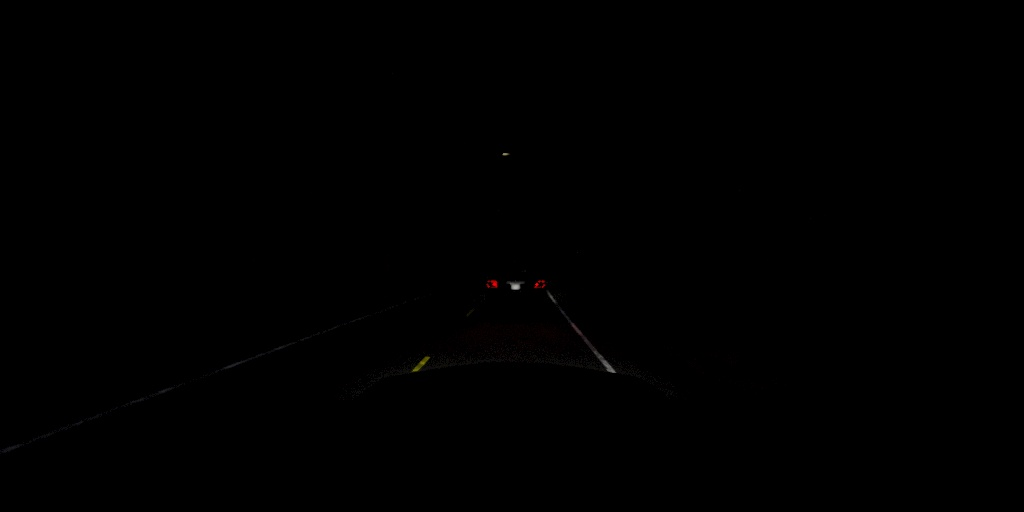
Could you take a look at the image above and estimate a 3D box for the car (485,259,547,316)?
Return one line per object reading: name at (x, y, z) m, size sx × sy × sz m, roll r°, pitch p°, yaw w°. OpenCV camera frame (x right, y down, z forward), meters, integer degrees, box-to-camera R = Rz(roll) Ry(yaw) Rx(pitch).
car at (0.209, 1.122, 14.333) m, size 2.150 × 2.045 × 5.566 m, roll 0°, pitch 0°, yaw 2°
